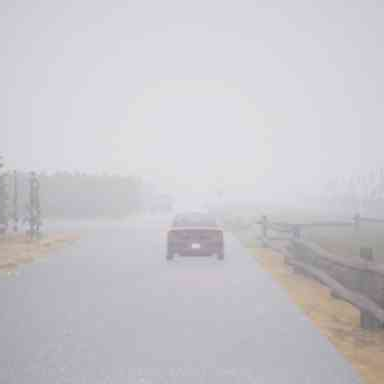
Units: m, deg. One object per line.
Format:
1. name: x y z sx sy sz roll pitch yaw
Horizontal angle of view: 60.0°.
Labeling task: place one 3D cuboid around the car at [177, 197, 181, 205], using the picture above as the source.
1. car: -2.959 1.476 57.938 1.895 1.301 4.718 0 0 0

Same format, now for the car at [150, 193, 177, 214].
1. car: -3.107 1.135 35.079 2.150 2.045 5.566 0 2 0

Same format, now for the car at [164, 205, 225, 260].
1. car: 0.068 1.451 12.332 1.882 1.535 5.008 0 0 -1
